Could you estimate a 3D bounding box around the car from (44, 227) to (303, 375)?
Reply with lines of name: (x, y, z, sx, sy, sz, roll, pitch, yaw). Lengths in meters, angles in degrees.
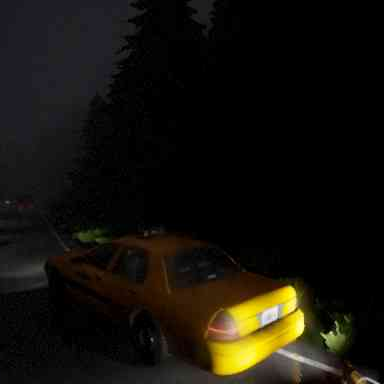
car: (-0.861, 1.377, 5.738, 1.801, 1.575, 5.366, -1, 2, -44)

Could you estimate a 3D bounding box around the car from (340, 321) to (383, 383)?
car: (3.460, 1.553, 2.021, 4.674, 1.442, 1.812, 1, 0, 35)

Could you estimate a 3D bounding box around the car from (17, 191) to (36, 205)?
car: (-20.338, 0.683, 40.837, 2.128, 1.511, 4.902, -2, 2, -25)

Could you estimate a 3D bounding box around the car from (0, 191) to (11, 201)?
car: (-29.138, 0.605, 51.306, 2.033, 1.411, 5.357, -2, 2, -28)
